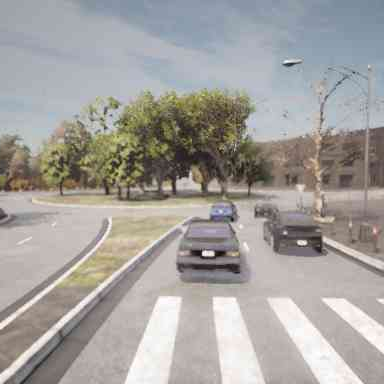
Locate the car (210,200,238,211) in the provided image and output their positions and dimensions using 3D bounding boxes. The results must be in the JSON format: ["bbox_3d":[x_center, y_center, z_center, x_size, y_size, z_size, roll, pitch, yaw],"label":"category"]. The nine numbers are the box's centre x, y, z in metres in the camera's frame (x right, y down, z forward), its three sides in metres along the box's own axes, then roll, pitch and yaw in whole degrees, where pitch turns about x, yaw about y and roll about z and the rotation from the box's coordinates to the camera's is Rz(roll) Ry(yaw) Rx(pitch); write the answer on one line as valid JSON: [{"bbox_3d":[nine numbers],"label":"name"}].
[{"bbox_3d":[2.522,1.359,26.083,2.033,1.411,5.357,1,2,11],"label":"car"}]

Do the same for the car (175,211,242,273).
[{"bbox_3d":[0.585,1.587,10.817,2.033,1.411,5.357,0,0,4],"label":"car"}]

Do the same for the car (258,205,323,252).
[{"bbox_3d":[4.156,1.554,14.260,1.837,1.490,4.892,0,0,5],"label":"car"}]

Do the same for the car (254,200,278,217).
[{"bbox_3d":[6.254,1.361,28.044,1.895,1.301,4.718,1,2,12],"label":"car"}]
